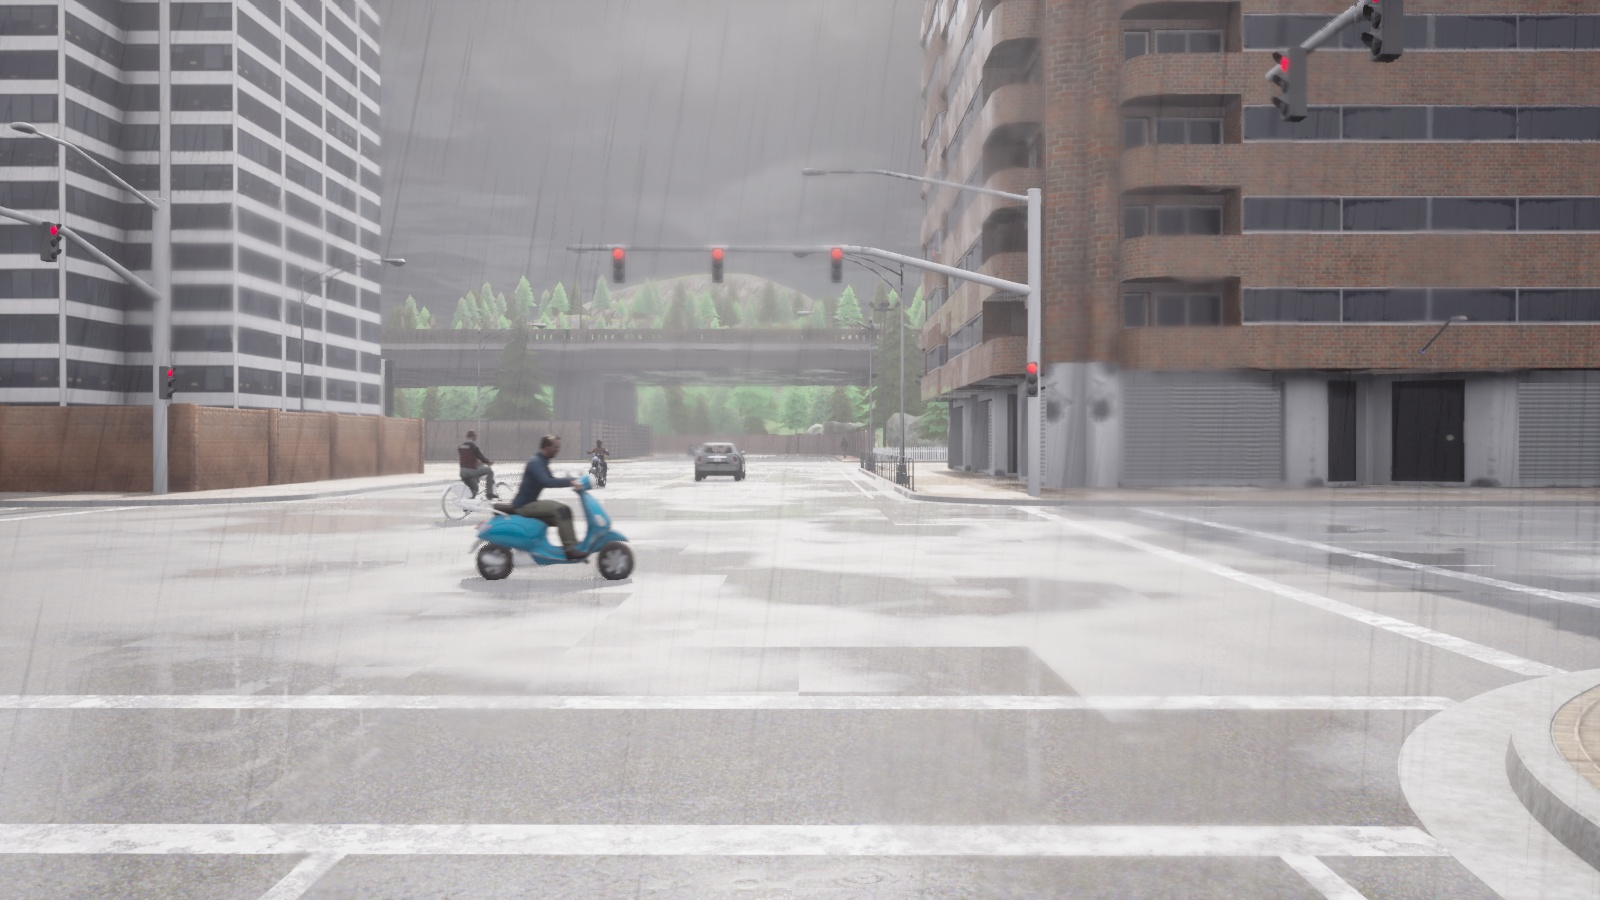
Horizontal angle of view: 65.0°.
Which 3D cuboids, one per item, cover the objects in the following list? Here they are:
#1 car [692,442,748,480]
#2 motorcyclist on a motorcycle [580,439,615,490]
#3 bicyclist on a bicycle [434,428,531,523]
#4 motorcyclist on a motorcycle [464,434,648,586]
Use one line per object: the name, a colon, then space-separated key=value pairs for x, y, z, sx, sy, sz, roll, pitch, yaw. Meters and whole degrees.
car: x=-3.204 y=0.422 z=50.930 sx=1.970 sy=1.475 sz=3.806 roll=0 pitch=0 yaw=0
motorcyclist on a motorcycle: x=-6.752 y=0.454 z=42.021 sx=0.766 sy=1.649 sz=2.350 roll=0 pitch=0 yaw=0
bicyclist on a bicycle: x=-6.149 y=0.474 z=24.396 sx=0.659 sy=1.776 sz=1.843 roll=-1 pitch=0 yaw=33
motorcyclist on a motorcycle: x=-2.612 y=0.621 z=13.588 sx=1.817 sy=1.590 sz=0.866 roll=0 pitch=0 yaw=1
